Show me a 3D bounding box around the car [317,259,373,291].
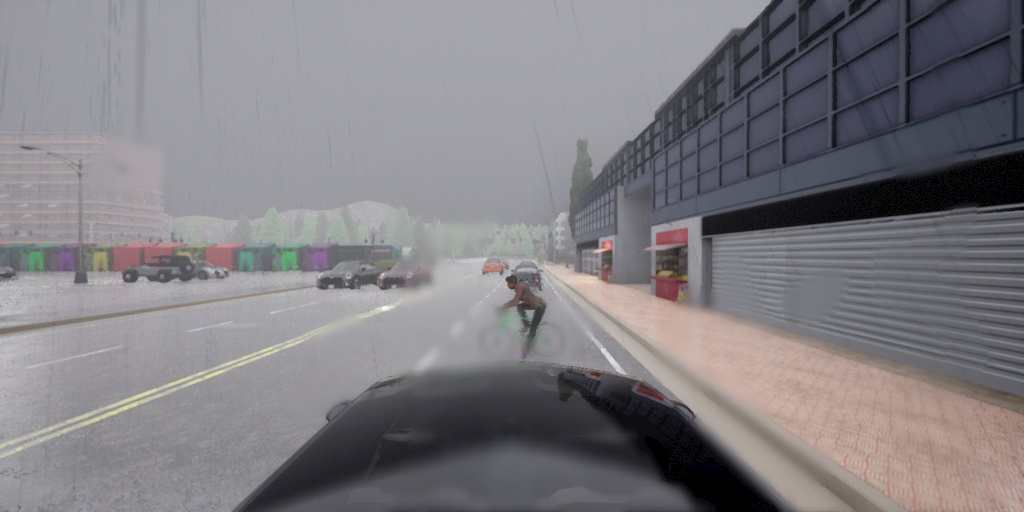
[{"bbox_3d":[-9.751,1.079,21.794,2.097,1.767,4.553,0,0,3],"label":"car"}]

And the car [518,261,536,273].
[{"bbox_3d":[1.790,1.270,42.846,1.994,1.385,4.181,0,0,2],"label":"car"}]

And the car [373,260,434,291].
[{"bbox_3d":[-6.254,1.079,21.644,2.097,1.767,4.553,0,0,3],"label":"car"}]

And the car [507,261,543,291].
[{"bbox_3d":[0.892,1.254,21.769,1.812,1.442,4.674,0,0,2],"label":"car"}]

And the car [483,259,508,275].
[{"bbox_3d":[-1.901,1.062,38.796,2.097,1.767,4.553,0,0,3],"label":"car"}]

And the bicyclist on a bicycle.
[{"bbox_3d":[0.184,1.192,6.934,1.656,1.620,0.582,-2,0,2],"label":"bicyclist on a bicycle"}]
